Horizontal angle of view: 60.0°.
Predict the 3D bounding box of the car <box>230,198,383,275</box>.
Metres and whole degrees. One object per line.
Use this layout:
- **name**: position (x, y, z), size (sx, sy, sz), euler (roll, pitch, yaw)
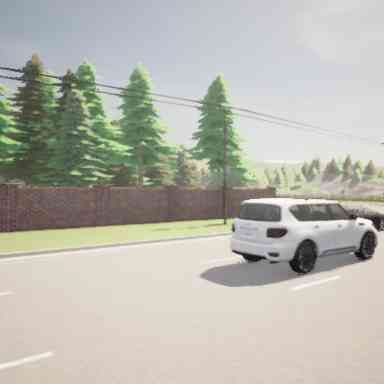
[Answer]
- **car**: position (3.742, 1.221, 10.745), size (5.566, 2.045, 2.150), euler (0, 0, -35)
